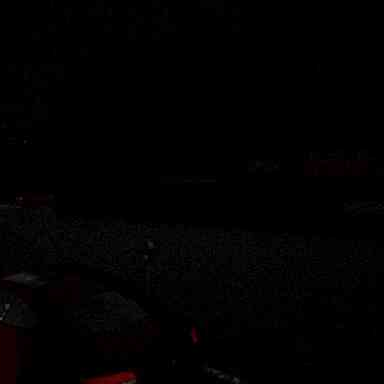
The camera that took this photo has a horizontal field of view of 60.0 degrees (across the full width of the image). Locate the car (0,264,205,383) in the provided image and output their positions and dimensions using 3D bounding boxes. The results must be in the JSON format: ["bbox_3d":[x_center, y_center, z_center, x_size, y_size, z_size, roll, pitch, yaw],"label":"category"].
[{"bbox_3d":[-1.810,1.581,4.093,4.206,1.307,1.802,0,1,36],"label":"car"}]

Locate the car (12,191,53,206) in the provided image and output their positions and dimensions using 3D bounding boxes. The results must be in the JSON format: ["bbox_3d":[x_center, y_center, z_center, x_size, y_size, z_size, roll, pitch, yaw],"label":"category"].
[{"bbox_3d":[-19.800,0.765,41.384,2.097,1.767,4.553,1,2,35],"label":"car"}]
